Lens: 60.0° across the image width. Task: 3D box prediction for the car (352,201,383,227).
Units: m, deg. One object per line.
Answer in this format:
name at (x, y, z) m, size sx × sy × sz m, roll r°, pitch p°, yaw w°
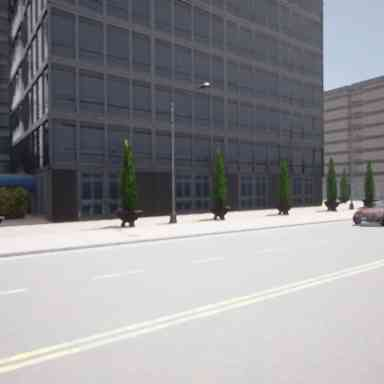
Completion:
car at (11.966, 1.297, 20.800) m, size 4.674 × 1.442 × 1.812 m, roll 0°, pitch 0°, yaw -35°
